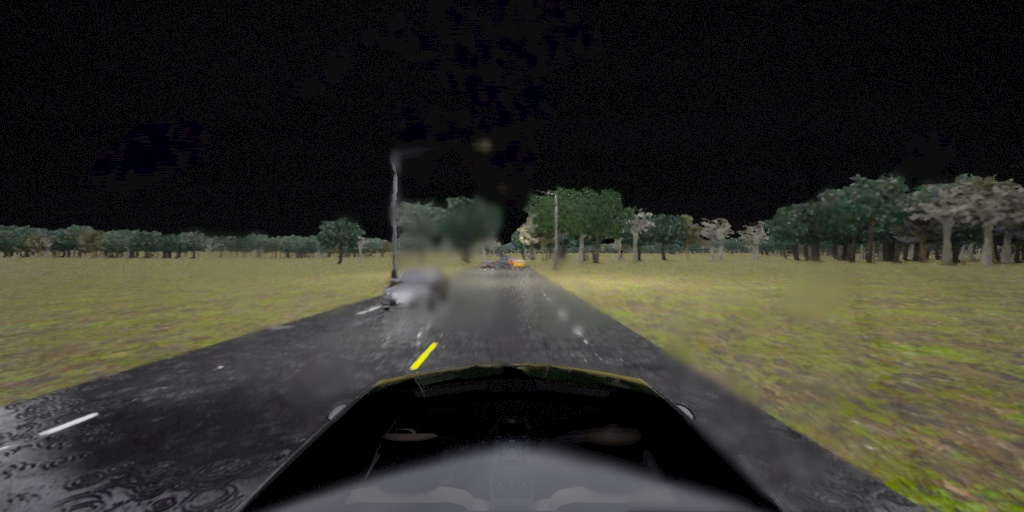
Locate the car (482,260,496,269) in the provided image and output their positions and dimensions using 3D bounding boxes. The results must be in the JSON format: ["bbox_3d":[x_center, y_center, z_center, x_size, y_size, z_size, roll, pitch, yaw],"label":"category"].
[{"bbox_3d":[-3.539,1.340,55.159,1.994,1.385,4.181,0,0,1],"label":"car"}]

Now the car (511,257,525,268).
[{"bbox_3d":[1.217,1.259,59.969,1.882,1.535,5.008,0,0,0],"label":"car"}]

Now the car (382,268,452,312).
[{"bbox_3d":[-3.590,1.245,14.268,2.128,1.511,4.902,0,0,0],"label":"car"}]
